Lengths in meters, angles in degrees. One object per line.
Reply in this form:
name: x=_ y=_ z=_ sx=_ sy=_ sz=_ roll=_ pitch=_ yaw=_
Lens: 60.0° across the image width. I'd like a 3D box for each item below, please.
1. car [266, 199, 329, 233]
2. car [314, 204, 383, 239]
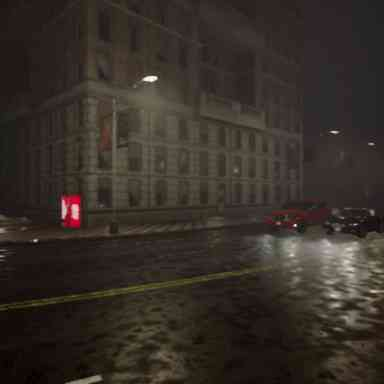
car: x=7.011 y=1.476 z=21.262 sx=5.566 sy=2.045 sz=2.150 roll=0 pitch=-1 yaw=-44
car: x=9.087 y=1.624 z=18.421 sx=4.902 sy=1.511 sz=2.128 roll=0 pitch=-1 yaw=-44
